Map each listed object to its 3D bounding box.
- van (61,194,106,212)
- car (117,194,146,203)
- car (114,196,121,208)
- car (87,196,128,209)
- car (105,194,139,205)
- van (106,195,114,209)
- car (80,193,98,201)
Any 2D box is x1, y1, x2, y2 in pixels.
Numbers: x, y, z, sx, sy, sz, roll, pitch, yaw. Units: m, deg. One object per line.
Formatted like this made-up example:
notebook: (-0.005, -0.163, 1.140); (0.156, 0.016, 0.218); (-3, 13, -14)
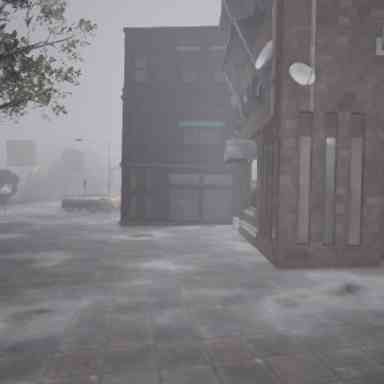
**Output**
van: (-12.376, 1.226, 37.698); (4.442, 1.987, 1.878); (2, 0, -17)
car: (-11.204, 1.204, 61.637); (4.892, 1.521, 2.231); (2, 1, -17)
car: (-12.193, 1.435, 43.645); (5.008, 1.535, 2.097); (2, 1, -17)
car: (-11.873, 1.423, 46.701); (5.366, 1.575, 1.946); (2, 1, -17)
car: (-11.731, 1.285, 55.591); (5.366, 1.575, 1.946); (2, 1, -17)
van: (-12.228, 1.219, 40.695); (4.442, 1.987, 1.878); (2, 0, -17)
car: (-20.179, 1.018, 65.110); (1.994, 1.385, 4.181); (1, 1, 4)
